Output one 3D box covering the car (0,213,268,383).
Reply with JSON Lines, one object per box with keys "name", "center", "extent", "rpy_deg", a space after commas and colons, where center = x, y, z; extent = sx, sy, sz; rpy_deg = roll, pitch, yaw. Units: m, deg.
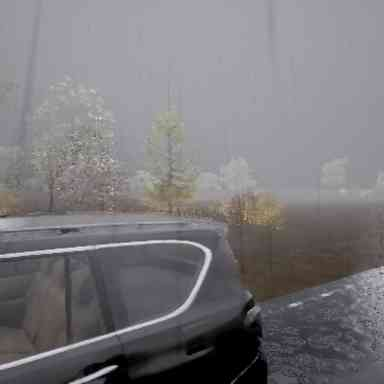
{"name": "car", "center": [-1.963, 1.222, 2.011], "extent": [5.566, 2.045, 2.150], "rpy_deg": [0, 0, -36]}
